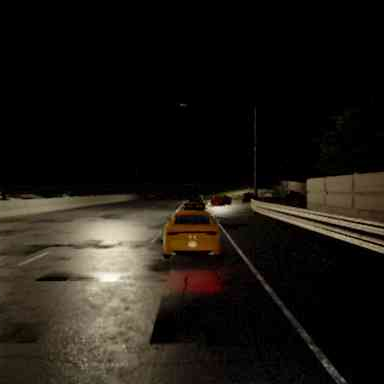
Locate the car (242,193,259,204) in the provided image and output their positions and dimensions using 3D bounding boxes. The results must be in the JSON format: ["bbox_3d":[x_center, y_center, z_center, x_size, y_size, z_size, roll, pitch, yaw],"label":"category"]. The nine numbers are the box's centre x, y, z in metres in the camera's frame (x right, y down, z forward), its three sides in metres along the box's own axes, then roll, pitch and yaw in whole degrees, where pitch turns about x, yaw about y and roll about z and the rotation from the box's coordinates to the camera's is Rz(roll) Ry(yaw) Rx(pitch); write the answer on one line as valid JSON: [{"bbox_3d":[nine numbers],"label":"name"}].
[{"bbox_3d":[10.945,1.124,61.824,2.150,2.045,5.566,1,0,23],"label":"car"}]

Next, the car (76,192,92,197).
[{"bbox_3d":[-24.256,1.291,75.950,1.812,1.442,4.674,0,0,0],"label":"car"}]

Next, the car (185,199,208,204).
[{"bbox_3d":[0.357,1.400,30.780,1.837,1.490,4.892,-1,0,5],"label":"car"}]

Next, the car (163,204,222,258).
[{"bbox_3d":[0.020,1.436,12.570,1.882,1.535,5.008,0,0,0],"label":"car"}]

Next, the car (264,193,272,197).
[{"bbox_3d":[20.065,0.861,87.789,1.895,1.301,4.718,0,2,16],"label":"car"}]

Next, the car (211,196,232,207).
[{"bbox_3d":[4.224,1.316,46.655,1.882,1.535,5.008,0,0,23],"label":"car"}]

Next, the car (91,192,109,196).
[{"bbox_3d":[-20.756,1.123,75.968,2.097,1.767,4.553,0,0,0],"label":"car"}]

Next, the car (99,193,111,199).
[{"bbox_3d":[-24.199,1.118,92.221,2.097,1.767,4.553,0,0,0],"label":"car"}]

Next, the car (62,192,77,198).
[{"bbox_3d":[-27.756,0.992,75.932,2.150,2.045,5.566,0,0,0],"label":"car"}]
